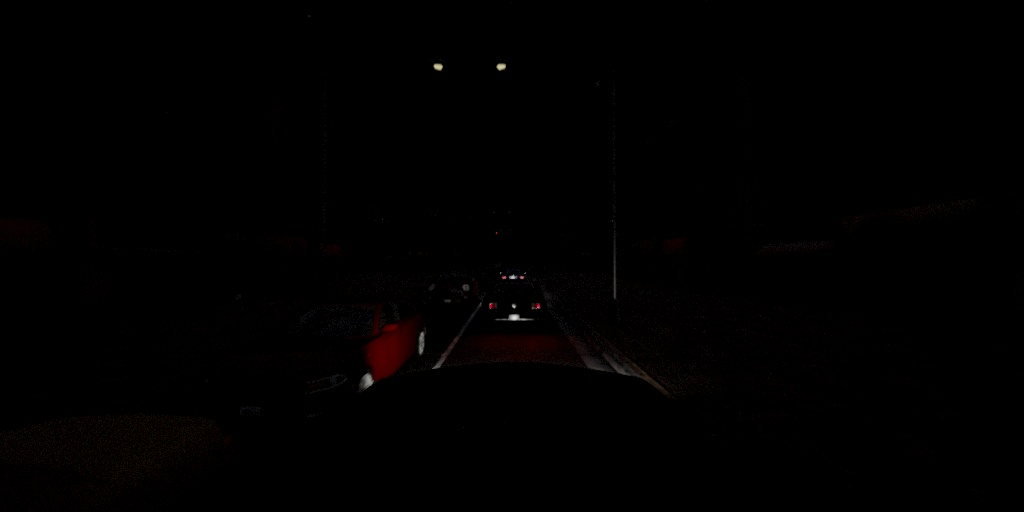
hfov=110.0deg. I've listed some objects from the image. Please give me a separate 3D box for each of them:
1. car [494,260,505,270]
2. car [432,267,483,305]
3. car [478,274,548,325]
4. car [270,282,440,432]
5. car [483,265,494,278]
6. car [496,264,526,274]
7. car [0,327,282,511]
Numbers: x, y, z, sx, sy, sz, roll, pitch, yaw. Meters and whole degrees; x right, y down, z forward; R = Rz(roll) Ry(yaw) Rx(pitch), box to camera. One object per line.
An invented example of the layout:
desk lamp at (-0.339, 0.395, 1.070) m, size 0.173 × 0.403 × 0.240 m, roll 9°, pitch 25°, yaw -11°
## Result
car at (-2.658, 1.932, 64.960) m, size 1.751 × 1.417 × 4.829 m, roll 0°, pitch 0°, yaw 0°
car at (-2.641, 1.328, 16.604) m, size 1.967 × 1.591 × 4.097 m, roll 0°, pitch 0°, yaw 0°
car at (0.076, 1.447, 12.245) m, size 1.895 × 1.301 × 4.718 m, roll 0°, pitch -1°, yaw 0°
car at (-2.637, 1.333, 5.844) m, size 1.888 × 1.381 × 4.507 m, roll 0°, pitch 0°, yaw 0°
car at (-2.644, 1.559, 27.363) m, size 1.948 × 1.339 × 4.313 m, roll 0°, pitch 0°, yaw 0°
car at (0.076, 1.538, 27.124) m, size 2.033 × 1.411 × 5.357 m, roll 0°, pitch -1°, yaw 0°
car at (-2.635, 1.265, 0.295) m, size 1.751 × 1.417 × 4.829 m, roll 0°, pitch 0°, yaw 0°
